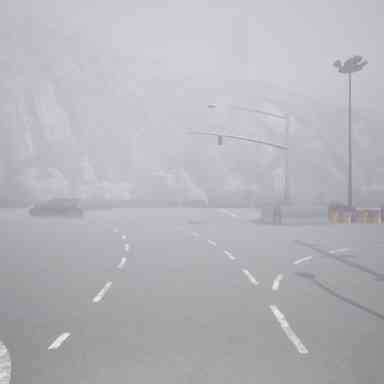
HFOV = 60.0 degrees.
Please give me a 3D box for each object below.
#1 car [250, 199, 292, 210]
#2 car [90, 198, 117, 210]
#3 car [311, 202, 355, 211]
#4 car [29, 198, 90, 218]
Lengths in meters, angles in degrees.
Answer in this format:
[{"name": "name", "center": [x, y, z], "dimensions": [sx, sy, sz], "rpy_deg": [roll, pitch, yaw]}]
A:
[{"name": "car", "center": [9.619, 1.514, 40.765], "dimensions": [4.718, 1.301, 1.895], "rpy_deg": [0, 0, -3]}, {"name": "car", "center": [-11.364, 1.435, 39.659], "dimensions": [4.674, 1.442, 1.812], "rpy_deg": [0, 0, -3]}, {"name": "car", "center": [12.161, 1.537, 30.383], "dimensions": [4.718, 1.301, 1.895], "rpy_deg": [0, 0, -3]}, {"name": "car", "center": [-11.716, 1.284, 29.138], "dimensions": [4.553, 1.767, 2.097], "rpy_deg": [0, 0, -3]}]
